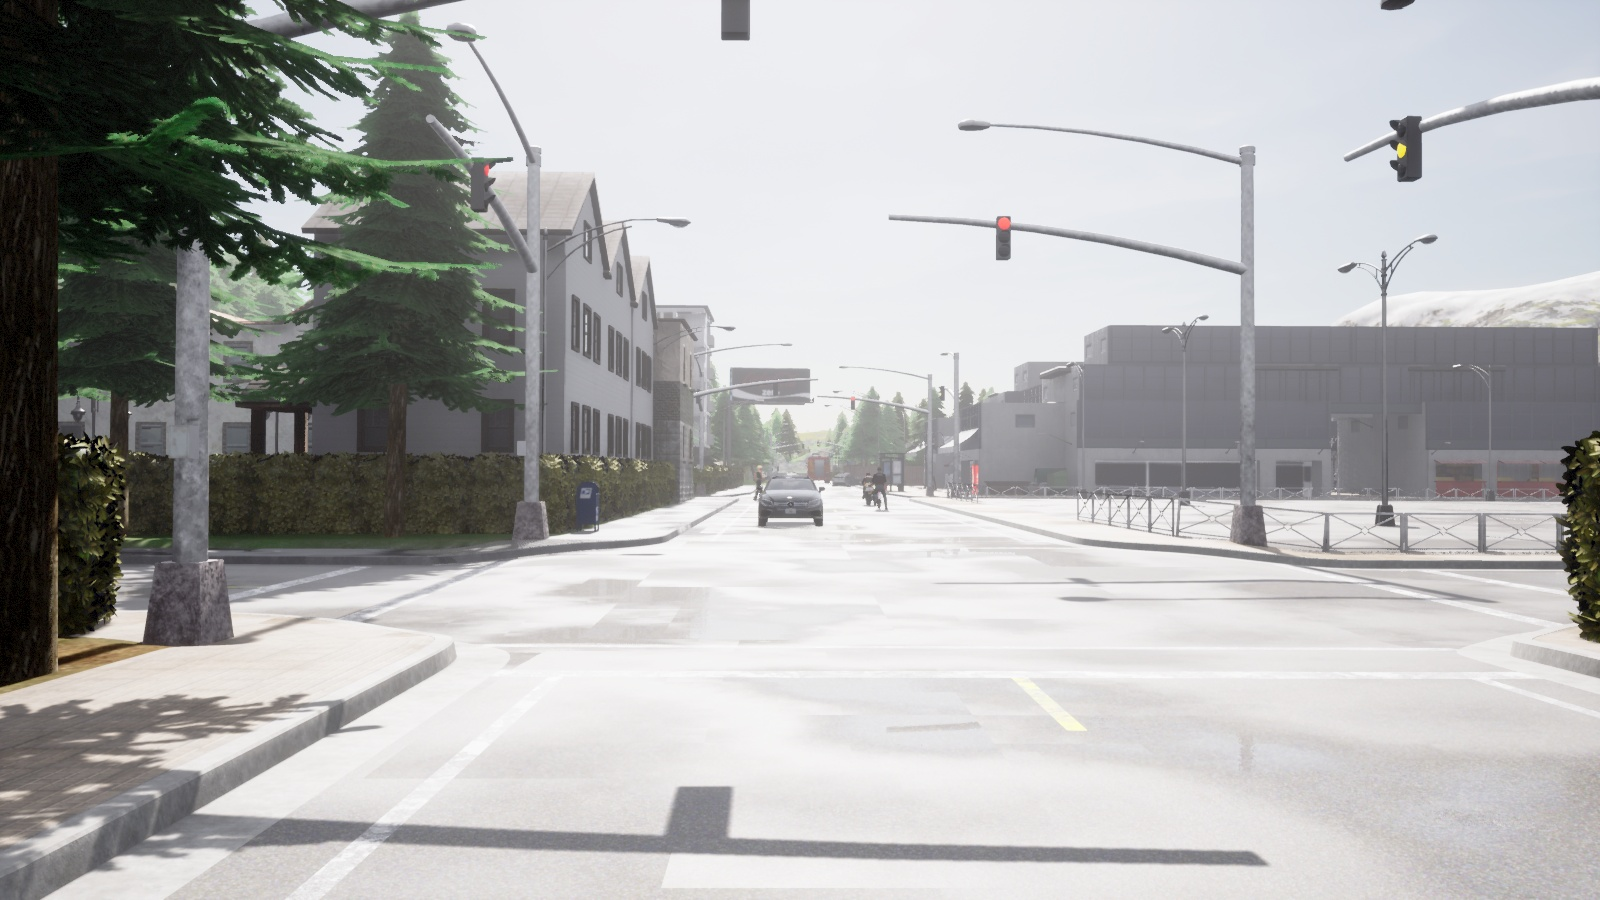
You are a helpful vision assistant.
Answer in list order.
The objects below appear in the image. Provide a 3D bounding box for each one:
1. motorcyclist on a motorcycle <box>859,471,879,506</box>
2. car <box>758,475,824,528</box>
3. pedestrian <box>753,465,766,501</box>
[{"bbox_3d":[3.109,1.733,56.791,0.797,1.523,2.044,0,-1,0],"label":"motorcyclist on a motorcycle"},{"bbox_3d":[-0.258,1.455,36.731,1.812,1.442,4.674,0,-1,0],"label":"car"},{"bbox_3d":[-2.093,1.709,65.135,0.594,1.836,0.345,0,-1,-27],"label":"pedestrian"}]
